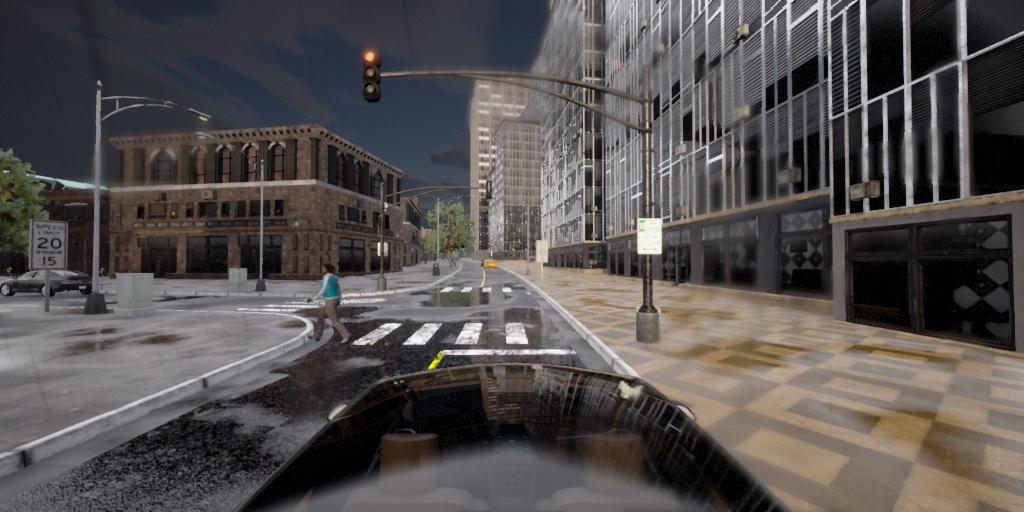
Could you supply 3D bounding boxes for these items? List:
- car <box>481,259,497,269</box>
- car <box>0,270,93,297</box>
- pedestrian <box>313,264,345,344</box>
[{"bbox_3d":[-3.580,1.228,58.416,1.882,1.535,5.008,0,0,-7],"label":"car"},{"bbox_3d":[-24.233,1.384,18.766,4.403,1.370,2.007,0,0,9],"label":"car"},{"bbox_3d":[-4.150,1.045,8.162,0.375,1.860,0.375,1,-1,-1],"label":"pedestrian"}]
